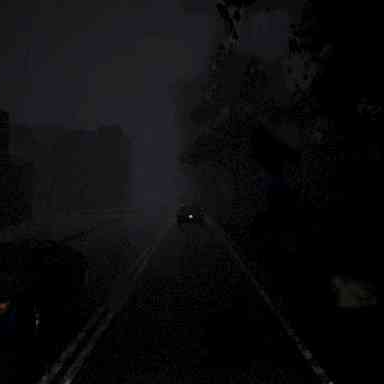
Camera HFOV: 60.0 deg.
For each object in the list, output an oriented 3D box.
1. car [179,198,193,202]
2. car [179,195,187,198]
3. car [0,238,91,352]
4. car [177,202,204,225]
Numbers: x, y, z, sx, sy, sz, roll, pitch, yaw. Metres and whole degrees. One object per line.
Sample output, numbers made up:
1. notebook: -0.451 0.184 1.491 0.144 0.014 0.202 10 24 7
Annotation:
1. car: -0.607 1.782 44.509 1.895 1.301 4.718 0 0 -2
2. car: -2.104 1.376 75.799 2.033 1.411 5.357 0 1 -3
3. car: -3.370 1.600 6.172 1.994 1.385 4.181 0 0 0
4. car: -0.116 1.687 25.211 1.994 1.385 4.181 0 0 -1
